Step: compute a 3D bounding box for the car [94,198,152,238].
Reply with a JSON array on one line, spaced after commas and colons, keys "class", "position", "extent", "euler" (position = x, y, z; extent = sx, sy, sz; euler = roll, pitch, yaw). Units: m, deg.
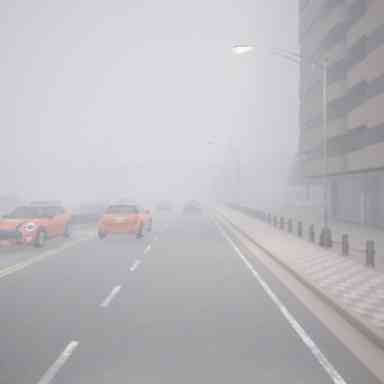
[{"class": "car", "position": [-3.398, 1.366, 17.720], "extent": [2.097, 1.767, 4.553], "euler": [0, 0, 0]}]

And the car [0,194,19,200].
[{"class": "car", "position": [-24.542, 1.192, 45.353], "extent": [1.932, 1.855, 4.605], "euler": [0, 0, 0]}]

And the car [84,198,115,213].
[{"class": "car", "position": [-10.503, 1.525, 38.215], "extent": [2.128, 1.511, 4.902], "euler": [0, 0, 0]}]

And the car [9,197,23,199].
[{"class": "car", "position": [-10.576, 1.372, 23.665], "extent": [2.097, 1.767, 4.553], "euler": [0, 0, 0]}]

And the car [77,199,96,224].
[{"class": "car", "position": [-7.079, 1.497, 23.425], "extent": [1.882, 1.535, 5.008], "euler": [0, 0, 0]}]

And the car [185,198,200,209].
[{"class": "car", "position": [0.034, 1.604, 46.510], "extent": [1.994, 1.385, 4.181], "euler": [0, 0, 0]}]

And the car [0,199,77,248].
[{"class": "car", "position": [-7.084, 1.364, 14.865], "extent": [2.097, 1.767, 4.553], "euler": [0, 0, 0]}]

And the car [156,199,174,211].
[{"class": "car", "position": [-3.429, 1.599, 42.379], "extent": [1.994, 1.385, 4.181], "euler": [0, 0, 0]}]

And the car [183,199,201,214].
[{"class": "car", "position": [0.011, 1.631, 35.856], "extent": [1.895, 1.301, 4.718], "euler": [0, 0, 0]}]
